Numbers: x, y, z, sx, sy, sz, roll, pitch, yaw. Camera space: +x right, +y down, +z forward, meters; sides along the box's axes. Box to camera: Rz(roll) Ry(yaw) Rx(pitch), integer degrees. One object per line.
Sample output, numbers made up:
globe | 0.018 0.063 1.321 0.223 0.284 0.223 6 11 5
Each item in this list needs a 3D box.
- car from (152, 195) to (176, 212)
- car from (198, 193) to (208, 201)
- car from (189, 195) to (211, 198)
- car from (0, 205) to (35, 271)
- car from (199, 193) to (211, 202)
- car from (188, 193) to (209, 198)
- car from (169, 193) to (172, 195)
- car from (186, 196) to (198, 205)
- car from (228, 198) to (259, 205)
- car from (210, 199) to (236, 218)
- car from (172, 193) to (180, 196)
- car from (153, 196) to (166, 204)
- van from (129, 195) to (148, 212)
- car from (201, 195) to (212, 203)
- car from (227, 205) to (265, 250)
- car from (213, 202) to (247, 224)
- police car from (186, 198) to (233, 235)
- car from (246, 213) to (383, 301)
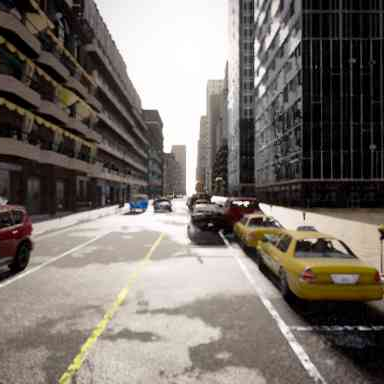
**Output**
car | -3.096 1.386 36.144 1.812 1.442 4.674 0 0 0
car | 2.706 1.091 79.813 2.192 1.841 5.009 1 0 0
car | 0.854 1.341 28.607 1.801 1.575 5.366 0 0 0
car | -5.674 1.280 8.017 2.192 1.841 5.009 1 0 0
car | 2.706 1.105 68.767 2.192 1.841 5.009 1 0 0
car | 0.829 1.088 34.467 2.150 2.045 5.566 0 0 -1
car | -5.676 1.316 85.336 1.887 1.381 4.507 1 0 0
car | 0.002 1.339 55.163 1.812 1.442 4.674 0 0 0
car | 2.706 1.235 19.060 2.192 1.841 5.009 1 0 0
car | 2.703 1.425 30.108 1.887 1.381 4.507 1 0 0
car | -2.997 1.089 78.733 2.128 1.511 4.902 0 0 0
car | -5.678 1.390 57.722 1.802 1.307 4.206 1 0 0
van | -5.674 1.203 35.631 1.690 1.788 3.998 1 0 0
car | 2.703 1.365 63.244 1.947 1.339 4.313 1 0 0
car | 2.702 1.467 13.709 1.752 1.417 4.829 1 0 0
car | 2.702 1.465 24.584 1.947 1.339 4.313 1 0 0
police car | 0.738 1.348 18.478 1.930 1.638 5.238 0 0 -4
car | 2.702 1.489 8.187 1.752 1.417 4.829 1 0 0
